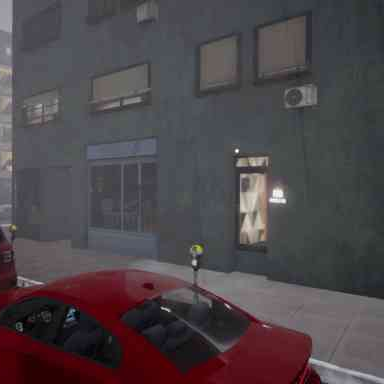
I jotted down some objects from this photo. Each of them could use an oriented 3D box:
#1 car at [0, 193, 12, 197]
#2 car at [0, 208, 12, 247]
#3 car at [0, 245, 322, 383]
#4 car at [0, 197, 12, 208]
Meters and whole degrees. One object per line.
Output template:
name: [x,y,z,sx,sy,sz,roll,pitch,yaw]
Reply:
car: [-18.566,1.031,31.833,2.192,1.841,5.009,2,2,35]
car: [-5.546,1.314,6.742,5.009,1.841,2.192,0,0,35]
car: [-1.018,1.544,3.571,4.507,1.381,1.887,0,0,35]
car: [-17.666,1.368,28.598,1.895,1.301,4.718,1,1,34]
